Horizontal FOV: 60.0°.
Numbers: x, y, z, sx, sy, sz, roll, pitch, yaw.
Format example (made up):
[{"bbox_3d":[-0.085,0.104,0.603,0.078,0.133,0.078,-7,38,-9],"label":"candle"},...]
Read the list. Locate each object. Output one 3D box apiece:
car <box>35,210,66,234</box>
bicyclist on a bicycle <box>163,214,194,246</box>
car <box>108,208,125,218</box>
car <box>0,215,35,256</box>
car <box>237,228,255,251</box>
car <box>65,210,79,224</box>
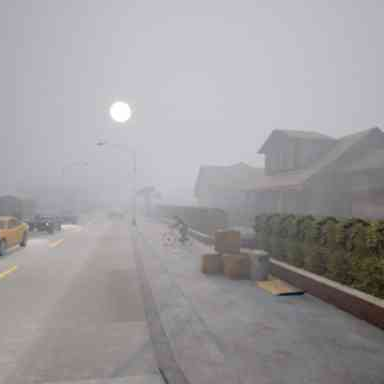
[{"bbox_3d":[-10.672,2.244,23.947,1.895,1.301,4.718,2,-2,-11],"label":"car"},{"bbox_3d":[-0.683,1.964,17.035,1.656,1.620,0.582,1,-2,-12],"label":"bicyclist on a bicycle"},{"bbox_3d":[-11.418,3.111,50.432,1.812,1.442,4.674,1,-2,-3],"label":"car"},{"bbox_3d":[-8.788,1.829,14.751,1.882,1.535,5.008,2,-2,-12],"label":"car"},{"bbox_3d":[4.311,2.028,15.504,5.357,1.415,2.033,2,-2,-9],"label":"car"},{"bbox_3d":[-12.651,2.515,33.690,1.994,1.385,4.181,2,-2,-11],"label":"car"}]
